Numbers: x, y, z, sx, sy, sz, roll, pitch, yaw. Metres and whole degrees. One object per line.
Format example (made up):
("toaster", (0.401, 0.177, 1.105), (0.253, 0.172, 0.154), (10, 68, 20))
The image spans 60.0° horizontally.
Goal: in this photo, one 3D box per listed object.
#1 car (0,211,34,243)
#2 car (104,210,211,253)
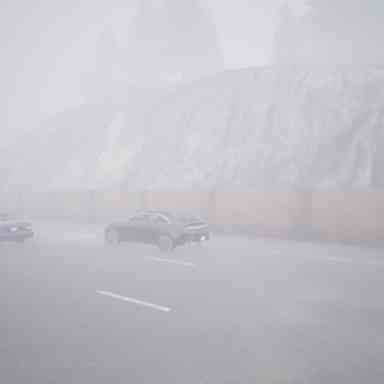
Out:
("car", (-9.214, 1.553, 14.869), (5.357, 1.411, 2.033), (0, 0, 36))
("car", (-1.567, 1.494, 13.713), (4.902, 1.511, 2.128), (0, 0, 36))
